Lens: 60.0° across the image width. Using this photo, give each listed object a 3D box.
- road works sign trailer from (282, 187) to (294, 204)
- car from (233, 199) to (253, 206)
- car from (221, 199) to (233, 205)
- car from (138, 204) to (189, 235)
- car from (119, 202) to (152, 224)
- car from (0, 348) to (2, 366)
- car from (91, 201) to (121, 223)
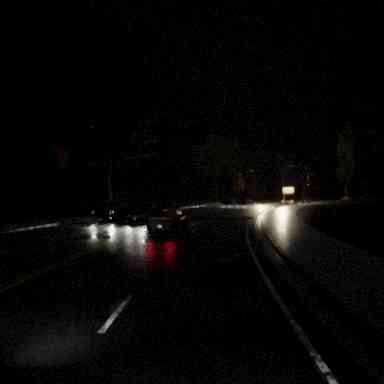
[{"bbox_3d":[20.258,0.707,69.656,2.380,3.560,2.880,-1,0,35],"label":"road works sign trailer"},{"bbox_3d":[10.391,1.984,65.613,1.895,1.301,4.718,-1,0,29],"label":"car"},{"bbox_3d":[7.556,2.027,67.102,1.895,1.301,4.718,-1,0,28],"label":"car"},{"bbox_3d":[-1.373,1.678,20.419,2.128,1.511,4.902,0,-1,9],"label":"car"},{"bbox_3d":[-3.723,1.740,26.830,2.128,1.511,4.902,0,-1,11],"label":"car"},{"bbox_3d":[-3.031,1.537,1.715,1.812,1.442,4.674,0,-1,1],"label":"car"},{"bbox_3d":[-6.731,1.622,28.269,2.097,1.767,4.553,0,-1,12],"label":"car"}]
